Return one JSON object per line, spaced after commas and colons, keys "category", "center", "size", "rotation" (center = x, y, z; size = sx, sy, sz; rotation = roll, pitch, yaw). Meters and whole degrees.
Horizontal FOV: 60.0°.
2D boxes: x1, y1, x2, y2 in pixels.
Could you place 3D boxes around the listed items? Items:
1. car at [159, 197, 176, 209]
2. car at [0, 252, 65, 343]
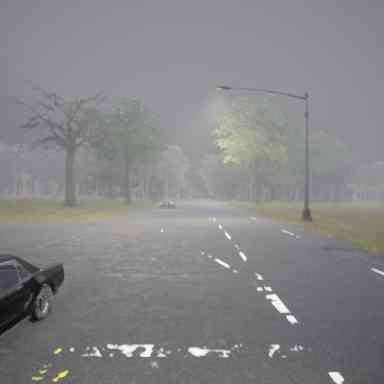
{"category": "car", "center": [-3.417, 1.455, 46.549], "size": [2.097, 1.767, 4.553], "rotation": [0, 0, 0]}
{"category": "car", "center": [-3.489, 1.612, 4.481], "size": [1.895, 1.301, 4.718], "rotation": [0, 0, 0]}
